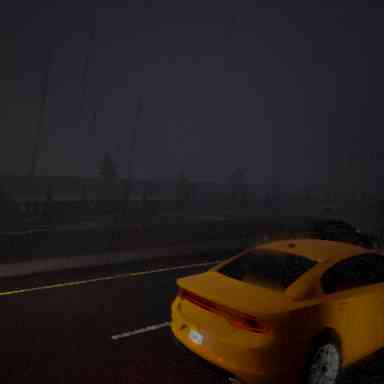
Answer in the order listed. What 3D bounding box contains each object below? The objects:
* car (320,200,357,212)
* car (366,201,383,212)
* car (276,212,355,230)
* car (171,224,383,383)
[{"bbox_3d":[16.051,1.665,36.478,5.008,1.535,1.882,0,0,-34],"label":"car"},{"bbox_3d":[20.337,1.695,35.172,4.902,1.511,2.128,0,0,-34],"label":"car"},{"bbox_3d":[4.361,1.575,11.038,4.674,1.442,1.812,0,0,-35],"label":"car"},{"bbox_3d":[2.069,1.497,5.168,5.008,1.535,1.882,1,0,-35],"label":"car"}]
